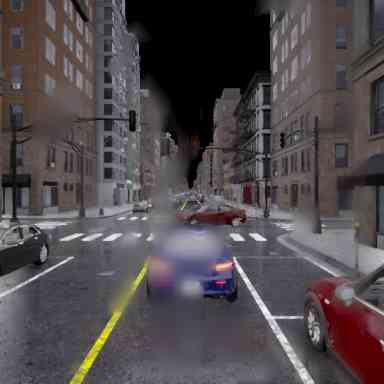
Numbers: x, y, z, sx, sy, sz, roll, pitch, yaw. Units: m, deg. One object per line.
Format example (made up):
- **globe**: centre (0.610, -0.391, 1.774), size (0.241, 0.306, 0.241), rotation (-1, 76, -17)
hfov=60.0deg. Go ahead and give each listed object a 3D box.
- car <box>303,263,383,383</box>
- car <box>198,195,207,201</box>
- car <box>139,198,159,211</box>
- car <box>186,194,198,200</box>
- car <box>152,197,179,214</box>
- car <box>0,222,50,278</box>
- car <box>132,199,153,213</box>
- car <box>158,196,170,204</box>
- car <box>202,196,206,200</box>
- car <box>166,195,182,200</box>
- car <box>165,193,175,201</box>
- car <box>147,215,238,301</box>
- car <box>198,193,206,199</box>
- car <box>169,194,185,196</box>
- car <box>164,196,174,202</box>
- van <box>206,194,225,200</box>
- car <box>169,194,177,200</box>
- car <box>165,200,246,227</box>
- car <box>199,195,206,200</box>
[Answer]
- **car**: centre (2.640, 1.440, 3.470), size (1.967, 1.590, 4.097), rotation (0, 0, 0)
- **car**: centre (2.736, 1.523, 87.201), size (2.008, 1.369, 4.403), rotation (0, 0, 0)
- **car**: centre (-5.341, 1.542, 41.752), size (1.887, 1.381, 4.507), rotation (0, 0, 0)
- **car**: centre (0.126, 1.535, 65.820), size (2.033, 1.411, 5.357), rotation (0, 0, 0)
- **car**: centre (-2.809, 1.562, 35.963), size (1.994, 1.385, 4.181), rotation (0, 0, 0)
- **car**: centre (-5.379, 1.551, 8.989), size (2.008, 1.369, 4.403), rotation (0, 0, 0)
- **car**: centre (-5.348, 1.549, 36.071), size (2.008, 1.369, 4.403), rotation (0, 0, 0)
- **car**: centre (-5.315, 1.555, 64.480), size (1.947, 1.339, 4.313), rotation (0, 0, 0)
- **car**: centre (2.691, 1.579, 47.432), size (1.802, 1.307, 4.206), rotation (0, 0, 0)
- **car**: centre (-2.797, 1.502, 46.091), size (1.837, 1.490, 4.892), rotation (0, 0, 0)
- **car**: centre (-5.295, 1.291, 81.525), size (2.192, 1.841, 5.009), rotation (0, 0, 0)
- **car**: centre (0.013, 1.526, 8.220), size (1.812, 1.442, 4.674), rotation (0, 0, 0)
- **car**: centre (2.711, 1.304, 64.477), size (2.192, 1.841, 5.009), rotation (0, 0, 0)
- **car**: centre (-2.768, 1.558, 56.306), size (1.994, 1.385, 4.181), rotation (0, 0, 1)
- **car**: centre (-5.302, 1.546, 75.844), size (1.947, 1.339, 4.313), rotation (0, 0, 0)
- **van**: centre (2.677, 1.339, 36.070), size (1.690, 1.788, 3.998), rotation (0, 0, 0)
- **car**: centre (-5.282, 1.408, 92.889), size (1.967, 1.590, 4.097), rotation (0, 0, 0)
- **car**: centre (1.089, 1.491, 21.240), size (5.008, 1.535, 1.882), rotation (0, -1, -26)
- **car**: centre (2.704, 1.575, 58.795), size (1.802, 1.307, 4.206), rotation (0, 0, 0)
